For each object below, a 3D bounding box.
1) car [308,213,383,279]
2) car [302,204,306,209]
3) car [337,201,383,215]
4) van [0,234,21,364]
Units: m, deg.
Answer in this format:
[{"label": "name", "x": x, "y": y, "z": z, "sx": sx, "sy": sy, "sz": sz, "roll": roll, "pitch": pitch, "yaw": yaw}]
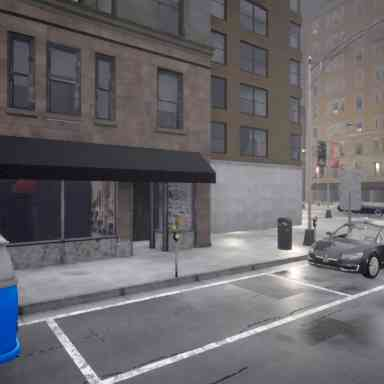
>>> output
[{"label": "car", "x": 5.274, "y": 1.550, "z": 9.965, "sx": 4.403, "sy": 1.369, "sz": 2.008, "roll": 0, "pitch": 0, "yaw": -36}, {"label": "car", "x": 10.541, "y": 1.430, "z": 38.908, "sx": 2.033, "sy": 1.411, "sz": 5.357, "roll": 0, "pitch": 0, "yaw": -36}, {"label": "car", "x": 16.219, "y": 1.529, "z": 31.040, "sx": 1.895, "sy": 1.301, "sz": 4.718, "roll": 0, "pitch": 0, "yaw": -36}, {"label": "van", "x": -3.937, "y": 1.341, "z": 3.379, "sx": 3.998, "sy": 1.788, "sz": 1.690, "roll": 0, "pitch": 0, "yaw": -36}]
